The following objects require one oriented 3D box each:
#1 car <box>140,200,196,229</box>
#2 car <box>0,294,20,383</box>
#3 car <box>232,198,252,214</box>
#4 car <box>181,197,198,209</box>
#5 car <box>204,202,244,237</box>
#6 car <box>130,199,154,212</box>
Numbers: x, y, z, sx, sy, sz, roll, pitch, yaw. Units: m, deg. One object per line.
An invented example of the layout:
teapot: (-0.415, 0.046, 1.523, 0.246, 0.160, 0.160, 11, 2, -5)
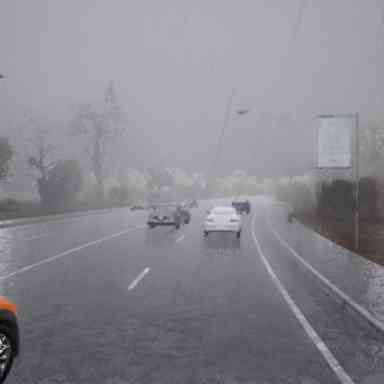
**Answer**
car: (-1.331, 1.497, 21.122, 2.033, 1.411, 5.357, 0, 0, 10)
car: (-3.222, 1.336, 2.302, 2.097, 1.767, 4.553, 0, 0, 1)
car: (5.271, 1.426, 35.561, 1.882, 1.535, 5.008, 0, 0, 13)
car: (-0.546, 1.395, 42.105, 2.128, 1.511, 4.902, 0, 0, 14)
car: (1.737, 1.496, 17.989, 1.812, 1.442, 4.674, 0, 0, 9)
car: (-5.340, 1.455, 37.189, 1.994, 1.385, 4.181, 0, 0, 13)
